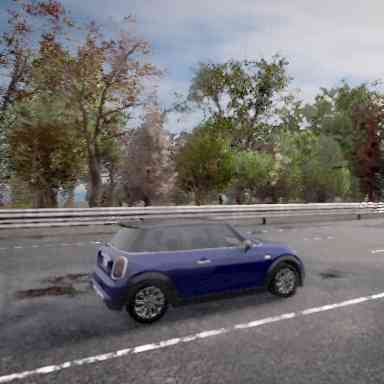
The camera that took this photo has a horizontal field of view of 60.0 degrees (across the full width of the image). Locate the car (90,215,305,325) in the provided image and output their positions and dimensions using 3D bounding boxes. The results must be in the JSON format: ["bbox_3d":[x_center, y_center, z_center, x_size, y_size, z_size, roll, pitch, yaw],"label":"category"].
[{"bbox_3d":[0.248,1.344,7.230,4.553,1.767,2.097,0,0,-27],"label":"car"}]
